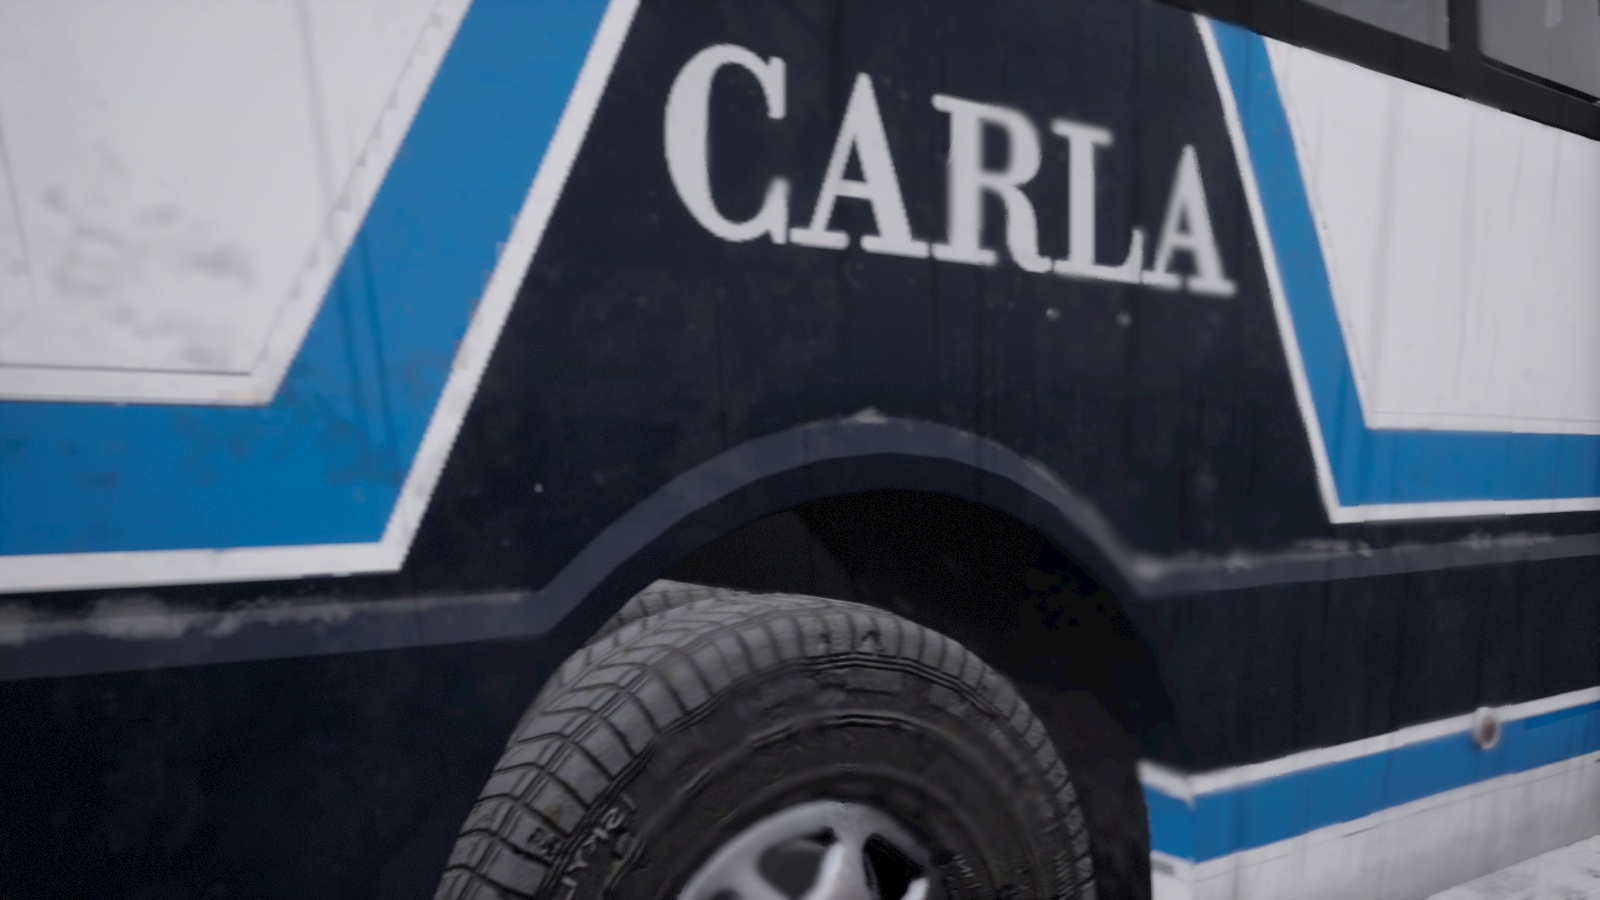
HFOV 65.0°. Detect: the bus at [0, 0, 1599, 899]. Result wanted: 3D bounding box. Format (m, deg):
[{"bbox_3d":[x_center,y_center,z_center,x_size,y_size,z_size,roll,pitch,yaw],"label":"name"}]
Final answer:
[{"bbox_3d":[-3.010,-0.621,1.569,10.273,4.253,3.944,0,0,-35],"label":"bus"}]
